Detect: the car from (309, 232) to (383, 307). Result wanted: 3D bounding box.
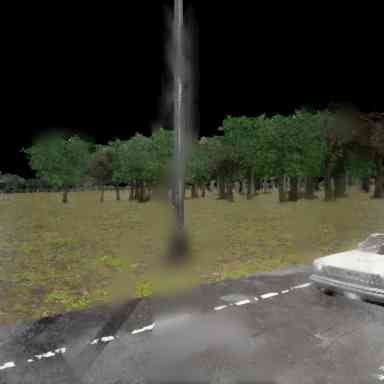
[{"bbox_3d":[4.723,1.582,7.361,4.718,1.301,1.895,0,0,-36],"label":"car"}]
